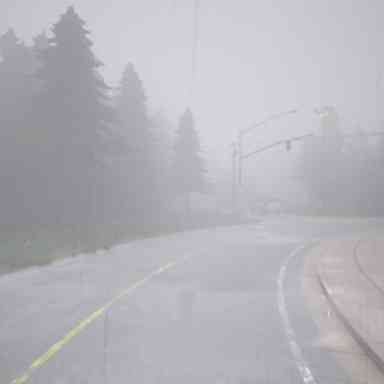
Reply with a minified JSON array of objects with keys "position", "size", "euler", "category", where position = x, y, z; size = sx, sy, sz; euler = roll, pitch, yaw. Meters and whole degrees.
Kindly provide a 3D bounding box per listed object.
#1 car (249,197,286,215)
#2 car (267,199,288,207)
[{"position":[8.850,1.650,40.576],"size":[2.150,2.045,5.566],"euler":[0,-1,-11],"category":"car"},{"position":[17.864,2.210,69.066],"size":[2.128,1.511,4.902],"euler":[-1,-1,43],"category":"car"}]
